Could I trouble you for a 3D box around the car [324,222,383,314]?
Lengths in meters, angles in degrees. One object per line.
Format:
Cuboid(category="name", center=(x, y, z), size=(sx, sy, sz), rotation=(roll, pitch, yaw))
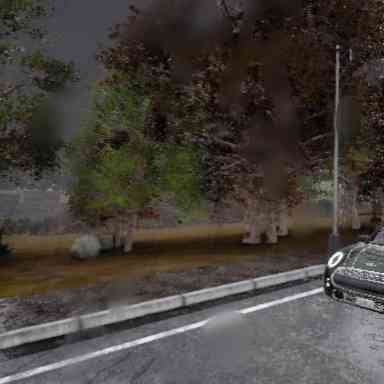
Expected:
Cuboid(category="car", center=(4.883, 1.371, 7.170), size=(4.553, 1.767, 2.097), rotation=(0, 0, -36))
